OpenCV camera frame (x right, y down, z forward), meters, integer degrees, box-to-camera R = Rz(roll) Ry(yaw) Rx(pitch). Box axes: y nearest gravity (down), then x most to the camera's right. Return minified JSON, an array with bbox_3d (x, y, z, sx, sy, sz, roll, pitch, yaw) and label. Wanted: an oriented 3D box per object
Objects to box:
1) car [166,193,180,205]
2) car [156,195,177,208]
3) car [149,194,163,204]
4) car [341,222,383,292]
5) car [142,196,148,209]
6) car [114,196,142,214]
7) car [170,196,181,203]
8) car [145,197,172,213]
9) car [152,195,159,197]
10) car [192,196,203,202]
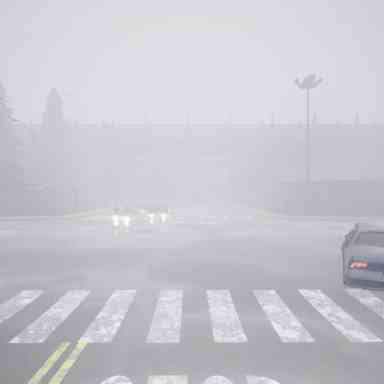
[{"bbox_3d":[-3.485,1.221,56.156,2.150,2.045,5.566,0,0,1],"label":"car"},{"bbox_3d":[-3.532,1.547,45.461,2.033,1.411,5.357,0,0,0],"label":"car"},{"bbox_3d":[-6.945,1.351,64.033,2.097,1.767,4.553,0,0,1],"label":"car"},{"bbox_3d":[4.961,1.505,8.641,2.033,1.411,5.357,0,0,25],"label":"car"},{"bbox_3d":[-7.028,1.351,44.670,2.097,1.767,4.553,0,0,0],"label":"car"},{"bbox_3d":[-7.043,1.491,35.706,2.128,1.511,4.902,0,0,0],"label":"car"},{"bbox_3d":[-3.393,1.525,68.381,1.812,1.442,4.674,0,0,2],"label":"car"},{"bbox_3d":[-3.538,1.563,36.226,1.994,1.385,4.181,0,0,0],"label":"car"},{"bbox_3d":[-6.977,1.547,54.242,2.033,1.411,5.357,0,0,1],"label":"car"},{"bbox_3d":[1.259,1.552,77.757,1.994,1.385,4.181,0,0,14],"label":"car"}]
